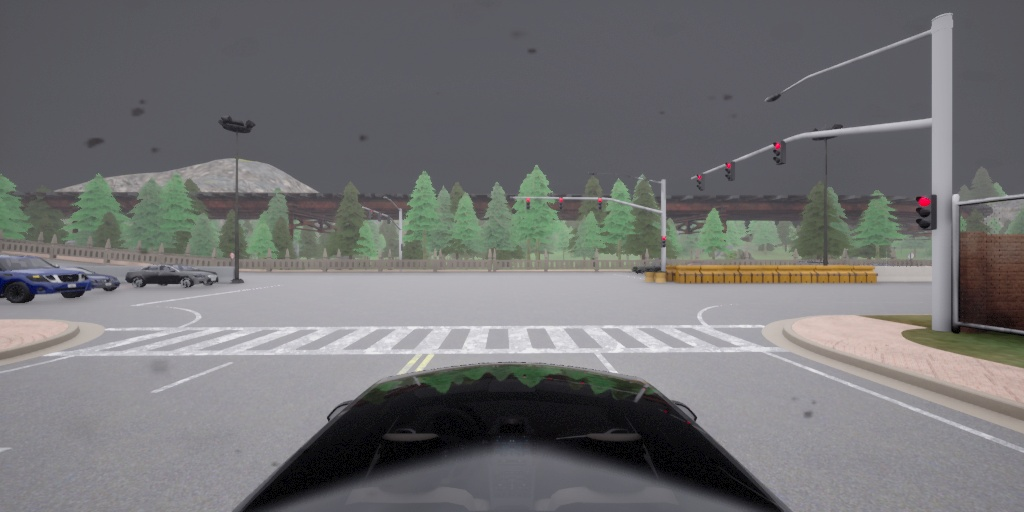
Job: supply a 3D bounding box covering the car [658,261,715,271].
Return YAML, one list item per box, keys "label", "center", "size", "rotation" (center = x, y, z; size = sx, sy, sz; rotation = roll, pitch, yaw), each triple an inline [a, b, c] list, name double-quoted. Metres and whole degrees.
- label: "car"
  center: [15.874, 1.228, 31.294]
  size: [5.008, 1.535, 1.882]
  rotation: [0, 0, -2]

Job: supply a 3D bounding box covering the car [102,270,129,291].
- label: "car"
  center: [-24.179, 1.267, 19.338]
  size: [4.674, 1.442, 1.812]
  rotation: [0, 0, -2]

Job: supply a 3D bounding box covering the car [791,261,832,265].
- label: "car"
  center: [31.881, 1.241, 38.795]
  size: [4.902, 1.511, 2.128]
  rotation: [0, 0, -2]

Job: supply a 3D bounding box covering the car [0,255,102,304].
- label: "car"
  center: [-22.380, 0.968, 15.886]
  size: [5.566, 2.045, 2.150]
  rotation: [0, 0, -2]

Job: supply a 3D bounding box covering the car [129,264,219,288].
- label: "car"
  center: [-21.597, 1.235, 22.919]
  size: [4.902, 1.511, 2.128]
  rotation: [0, 0, -2]

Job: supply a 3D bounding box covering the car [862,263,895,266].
- label: "car"
  center: [32.270, 1.314, 31.803]
  size: [4.181, 1.385, 1.994]
  rotation: [0, 0, -2]

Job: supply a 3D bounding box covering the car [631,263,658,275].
- label: "car"
  center: [15.291, 1.351, 38.278]
  size: [4.718, 1.301, 1.895]
  rotation: [0, 0, -2]
